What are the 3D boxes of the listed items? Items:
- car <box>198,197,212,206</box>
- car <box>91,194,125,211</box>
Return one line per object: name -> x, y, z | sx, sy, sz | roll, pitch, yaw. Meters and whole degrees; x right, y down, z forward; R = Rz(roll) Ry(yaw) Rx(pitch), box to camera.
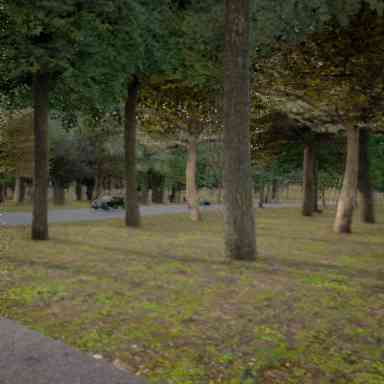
car -> 1.899, 1.779, 62.795 | 2.097, 1.767, 4.553 | 3, 0, 32
car -> -10.458, 1.358, 43.189 | 2.150, 2.045, 5.566 | 3, 1, 32
